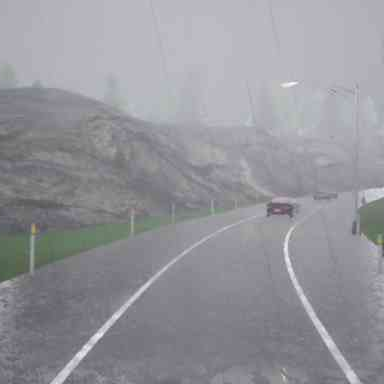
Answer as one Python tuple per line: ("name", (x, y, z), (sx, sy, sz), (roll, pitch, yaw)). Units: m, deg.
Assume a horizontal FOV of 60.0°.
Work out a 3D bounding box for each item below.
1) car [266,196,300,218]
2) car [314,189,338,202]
("car", (7.165, 1.070, 25.929), (1.882, 1.535, 5.008), (0, 2, 26))
("car", (16.667, 0.321, 41.319), (2.128, 1.511, 4.902), (0, 3, 39))
